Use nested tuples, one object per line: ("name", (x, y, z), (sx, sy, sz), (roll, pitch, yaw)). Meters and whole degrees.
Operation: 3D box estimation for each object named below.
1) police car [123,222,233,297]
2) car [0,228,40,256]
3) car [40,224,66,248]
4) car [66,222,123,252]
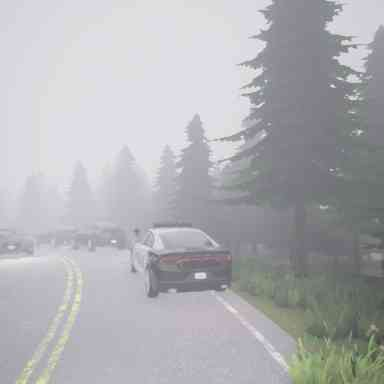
("police car", (-0.598, 1.667, 9.422), (1.930, 1.638, 5.238), (1, -3, -18))
("car", (-9.189, 2.492, 16.388), (1.994, 1.385, 4.181), (2, -7, -37))
("car", (-9.651, 3.101, 23.822), (5.008, 1.535, 1.882), (-8, -7, 43))
("car", (-5.397, 2.504, 18.950), (1.837, 1.490, 4.892), (1, -6, -36))
